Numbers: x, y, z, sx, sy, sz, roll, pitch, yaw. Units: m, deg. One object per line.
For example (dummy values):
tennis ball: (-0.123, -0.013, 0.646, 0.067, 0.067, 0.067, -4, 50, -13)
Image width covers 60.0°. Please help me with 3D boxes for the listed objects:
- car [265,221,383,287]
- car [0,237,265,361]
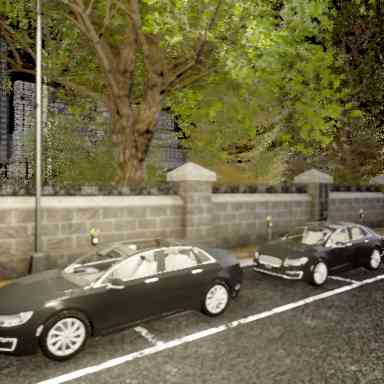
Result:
car: (3.585, 1.503, 9.112, 4.403, 1.369, 2.008, 0, 1, -36)
car: (-1.041, 1.537, 5.811, 4.403, 1.369, 2.008, 0, 1, -36)
